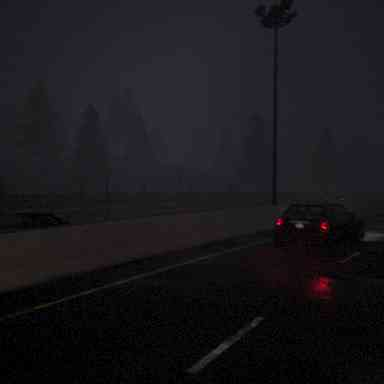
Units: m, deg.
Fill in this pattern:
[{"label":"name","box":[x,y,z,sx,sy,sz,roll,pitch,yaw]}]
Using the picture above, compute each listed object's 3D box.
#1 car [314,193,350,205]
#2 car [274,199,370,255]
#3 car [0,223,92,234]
[{"label":"car","box":[17.850,0.823,42.385,4.674,1.442,1.812,0,1,-33]},{"label":"car","box":[5.004,1.135,12.776,2.097,1.767,4.553,1,1,41]},{"label":"car","box":[-5.754,1.369,10.929,1.895,1.301,4.718,1,1,37]}]
